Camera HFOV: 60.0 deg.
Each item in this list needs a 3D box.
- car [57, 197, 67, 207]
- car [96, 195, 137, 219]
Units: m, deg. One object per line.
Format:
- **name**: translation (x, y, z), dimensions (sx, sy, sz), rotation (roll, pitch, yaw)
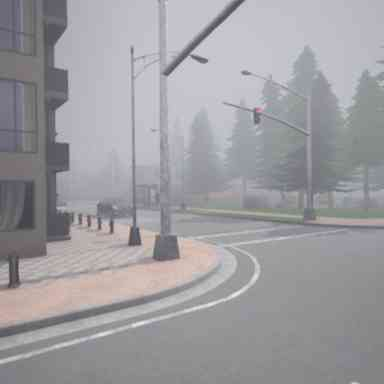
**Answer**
- **car**: translation (-18.399, 1.377, 45.095), dimensions (1.994, 1.385, 4.181), rotation (-1, 1, -34)
- **car**: translation (-6.271, 1.171, 27.443), dimensions (2.097, 1.767, 4.553), rotation (-1, 1, -35)
